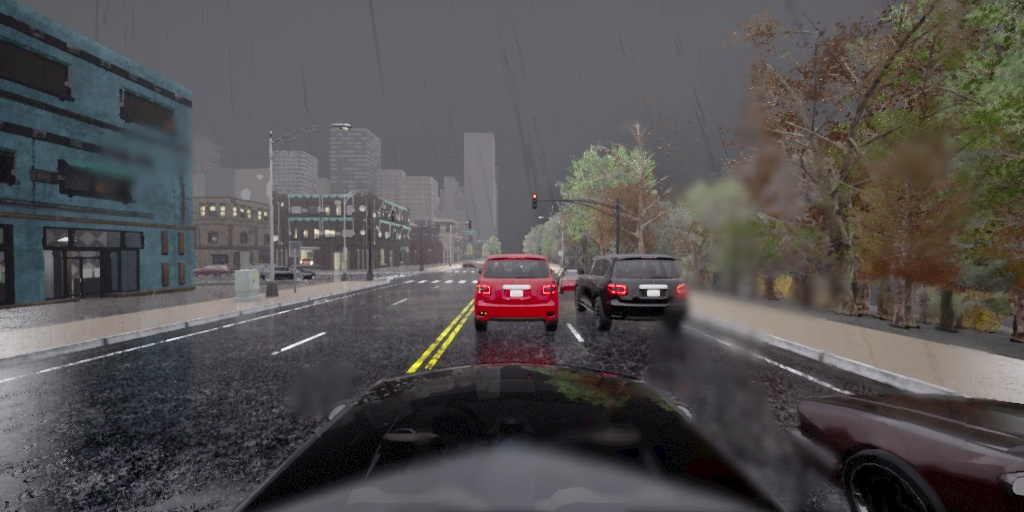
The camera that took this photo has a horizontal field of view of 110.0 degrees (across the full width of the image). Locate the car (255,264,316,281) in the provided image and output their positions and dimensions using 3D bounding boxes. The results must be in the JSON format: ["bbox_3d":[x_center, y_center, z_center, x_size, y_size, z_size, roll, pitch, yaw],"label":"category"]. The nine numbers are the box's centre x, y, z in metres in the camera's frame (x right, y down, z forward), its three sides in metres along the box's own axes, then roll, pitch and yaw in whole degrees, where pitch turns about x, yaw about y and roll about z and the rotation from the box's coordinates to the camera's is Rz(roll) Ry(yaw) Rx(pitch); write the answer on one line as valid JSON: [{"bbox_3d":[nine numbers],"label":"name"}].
[{"bbox_3d":[-19.891,1.548,31.985,4.313,1.339,1.948,0,0,0],"label":"car"}]

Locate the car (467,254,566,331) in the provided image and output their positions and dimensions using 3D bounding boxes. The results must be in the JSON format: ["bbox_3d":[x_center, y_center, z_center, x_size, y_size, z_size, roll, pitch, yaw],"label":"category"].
[{"bbox_3d":[0.118,0.966,11.052,2.150,2.045,5.566,0,0,0],"label":"car"}]

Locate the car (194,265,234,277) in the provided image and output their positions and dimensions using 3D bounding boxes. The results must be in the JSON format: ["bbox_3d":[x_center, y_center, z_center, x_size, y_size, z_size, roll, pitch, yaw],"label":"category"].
[{"bbox_3d":[-33.743,1.633,40.530,4.207,1.307,1.802,0,0,0],"label":"car"}]

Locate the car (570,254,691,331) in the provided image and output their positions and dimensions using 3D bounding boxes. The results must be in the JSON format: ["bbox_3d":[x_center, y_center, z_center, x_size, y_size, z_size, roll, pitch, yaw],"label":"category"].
[{"bbox_3d":[3.370,0.966,11.109,2.150,2.045,5.566,0,0,1],"label":"car"}]

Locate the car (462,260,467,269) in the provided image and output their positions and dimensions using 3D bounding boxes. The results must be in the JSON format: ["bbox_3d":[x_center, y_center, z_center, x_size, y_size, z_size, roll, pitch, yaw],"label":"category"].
[{"bbox_3d":[-6.489,1.312,55.111,1.895,1.301,4.718,0,0,0],"label":"car"}]

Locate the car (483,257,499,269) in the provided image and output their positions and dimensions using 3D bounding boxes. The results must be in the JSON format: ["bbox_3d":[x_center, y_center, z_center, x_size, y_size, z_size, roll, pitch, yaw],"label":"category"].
[{"bbox_3d":[-3.236,1.063,55.581,2.097,1.767,4.553,0,0,0],"label":"car"}]

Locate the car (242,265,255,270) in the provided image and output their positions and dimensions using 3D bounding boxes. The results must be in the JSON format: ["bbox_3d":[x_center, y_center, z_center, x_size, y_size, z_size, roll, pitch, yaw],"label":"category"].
[{"bbox_3d":[-23.007,1.553,34.701,4.181,1.385,1.994,-1,1,0],"label":"car"}]

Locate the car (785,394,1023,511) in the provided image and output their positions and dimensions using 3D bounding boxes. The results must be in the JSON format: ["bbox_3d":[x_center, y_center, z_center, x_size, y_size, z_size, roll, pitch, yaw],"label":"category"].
[{"bbox_3d":[3.346,1.297,0.685,2.033,1.411,5.357,0,0,0],"label":"car"}]

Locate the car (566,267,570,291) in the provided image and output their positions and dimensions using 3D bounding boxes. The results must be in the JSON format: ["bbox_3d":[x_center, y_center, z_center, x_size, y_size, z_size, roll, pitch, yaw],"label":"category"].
[{"bbox_3d":[3.386,1.302,20.113,1.994,1.385,4.181,0,0,0],"label":"car"}]
